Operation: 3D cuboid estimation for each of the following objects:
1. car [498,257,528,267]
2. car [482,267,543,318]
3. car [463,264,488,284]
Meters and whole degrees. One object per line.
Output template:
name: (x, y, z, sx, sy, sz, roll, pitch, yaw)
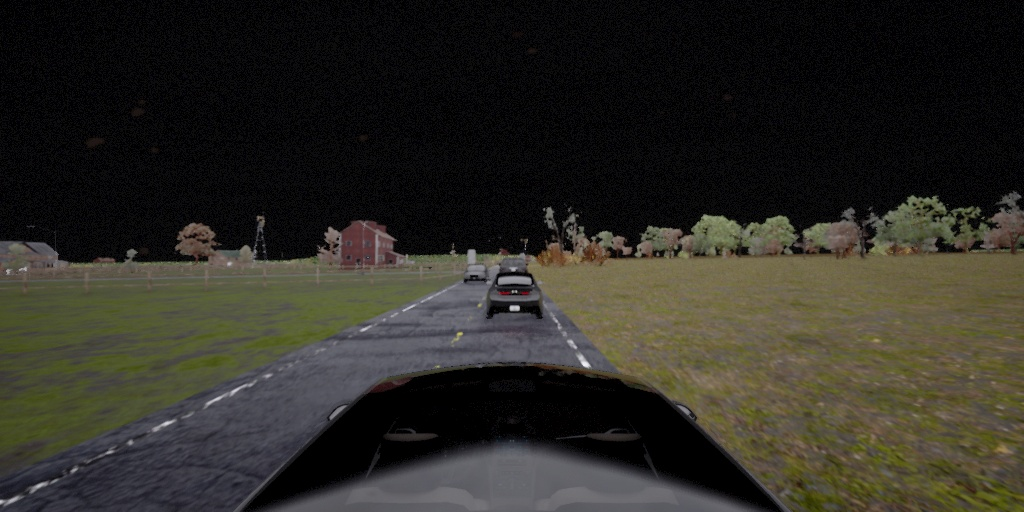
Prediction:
car: (0.106, 1.140, 28.285, 2.150, 2.045, 5.566, 0, -1, 0)
car: (0.093, 1.330, 13.285, 1.837, 1.490, 4.892, 0, 0, 0)
car: (-2.820, 1.431, 29.240, 1.837, 1.490, 4.892, 0, -1, 0)
